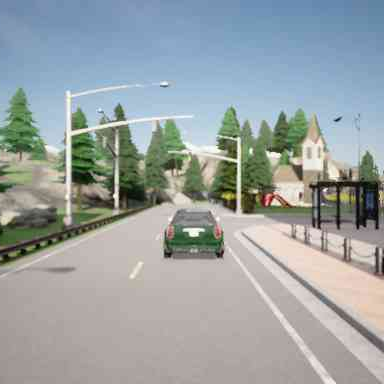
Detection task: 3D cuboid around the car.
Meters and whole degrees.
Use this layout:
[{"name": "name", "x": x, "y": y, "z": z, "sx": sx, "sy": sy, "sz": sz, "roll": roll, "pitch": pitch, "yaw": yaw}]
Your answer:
[{"name": "car", "x": 0.074, "y": 1.397, "z": 13.093, "sx": 2.097, "sy": 1.767, "sz": 4.553, "roll": 0, "pitch": 0, "yaw": 0}]
